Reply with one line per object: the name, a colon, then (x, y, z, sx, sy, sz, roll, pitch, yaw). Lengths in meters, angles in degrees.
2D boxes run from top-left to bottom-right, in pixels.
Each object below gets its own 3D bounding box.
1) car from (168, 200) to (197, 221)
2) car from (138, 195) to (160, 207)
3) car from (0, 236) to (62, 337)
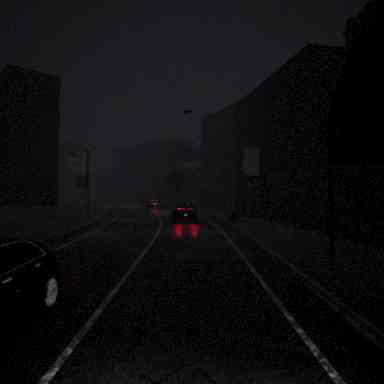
car: (-0.765, 1.371, 25.601, 2.128, 1.511, 4.902, 0, 0, -7)
car: (-5.485, 1.105, 42.158, 1.837, 1.490, 4.892, 2, 1, -24)
car: (-3.575, 1.507, 4.946, 1.837, 1.490, 4.892, 0, 0, 0)
